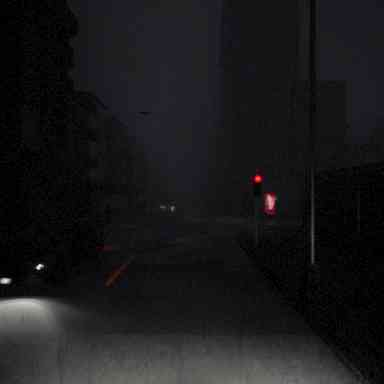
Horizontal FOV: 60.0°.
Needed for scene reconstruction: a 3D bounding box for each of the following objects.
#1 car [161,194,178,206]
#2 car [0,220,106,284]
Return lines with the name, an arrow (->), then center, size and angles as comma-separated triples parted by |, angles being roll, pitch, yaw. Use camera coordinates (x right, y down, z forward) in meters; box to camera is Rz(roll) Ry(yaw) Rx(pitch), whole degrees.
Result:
car -> -4.030, 1.350, 56.680 | 2.150, 2.045, 5.566 | 0, 0, 1
car -> -4.062, 1.570, 9.928 | 2.033, 1.411, 5.357 | 0, 0, 0
